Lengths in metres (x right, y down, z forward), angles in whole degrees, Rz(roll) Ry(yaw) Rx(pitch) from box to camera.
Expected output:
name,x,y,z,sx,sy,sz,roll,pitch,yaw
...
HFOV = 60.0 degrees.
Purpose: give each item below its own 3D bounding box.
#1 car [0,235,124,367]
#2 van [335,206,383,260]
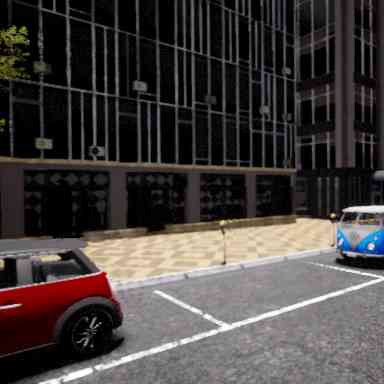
name,x,y,z,sx,sy,sz,roll,pitch,yaw
car,-3.103,1.440,4.376,4.097,1.590,1.967,0,-1,-35
van,6.508,1.359,11.218,3.998,1.788,1.690,0,-1,-35
